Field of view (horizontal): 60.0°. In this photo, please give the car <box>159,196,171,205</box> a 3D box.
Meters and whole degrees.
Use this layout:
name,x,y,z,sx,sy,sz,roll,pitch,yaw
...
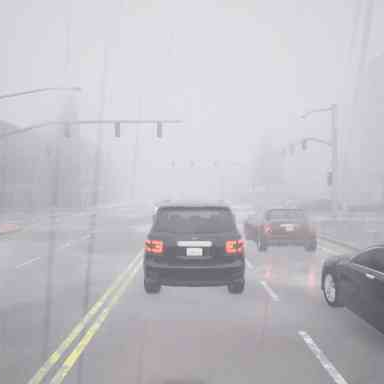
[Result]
name,x,y,z,sx,sy,sz,roll,pitch,yaw
car,-4.892,1.477,61.317,1.882,1.535,5.008,0,0,-1

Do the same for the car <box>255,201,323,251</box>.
name,x,y,z,sx,sy,sz,roll,pitch,yaw
car,3.537,1.352,14.147,2.097,1.767,4.553,0,0,0

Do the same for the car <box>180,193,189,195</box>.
name,x,y,z,sx,sy,sz,roll,pitch,yaw
car,-1.779,1.496,80.204,1.837,1.490,4.892,0,0,-1

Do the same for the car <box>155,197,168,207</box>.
name,x,y,z,sx,sy,sz,roll,pitch,yaw
car,-4.694,1.526,51.927,1.812,1.442,4.674,0,0,-1

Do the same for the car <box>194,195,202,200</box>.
name,x,y,z,sx,sy,sz,roll,pitch,yaw
car,1.479,1.552,90.349,1.994,1.385,4.181,0,0,-1

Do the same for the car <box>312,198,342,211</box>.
name,x,y,z,sx,sy,sz,roll,pitch,yaw
car,14.443,1.505,37.545,4.892,1.490,1.837,0,0,-2

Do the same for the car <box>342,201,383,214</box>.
name,x,y,z,sx,sy,sz,roll,pitch,yaw
car,18.492,1.601,34.152,4.718,1.301,1.895,0,0,-2

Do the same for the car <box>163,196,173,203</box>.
name,x,y,z,sx,sy,sz,roll,pitch,yaw
car,-5.065,1.552,71.198,1.994,1.385,4.181,0,0,-1

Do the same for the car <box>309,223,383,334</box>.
name,x,y,z,sx,sy,sz,roll,pitch,yaw
car,3.608,1.505,5.065,1.837,1.490,4.892,0,0,0

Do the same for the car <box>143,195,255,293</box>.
name,x,y,z,sx,sy,sz,roll,pitch,yaw
car,0.055,1.221,8.969,2.150,2.045,5.566,0,0,0
